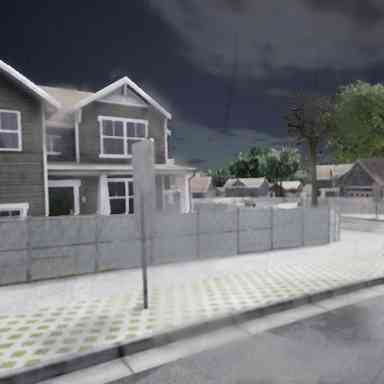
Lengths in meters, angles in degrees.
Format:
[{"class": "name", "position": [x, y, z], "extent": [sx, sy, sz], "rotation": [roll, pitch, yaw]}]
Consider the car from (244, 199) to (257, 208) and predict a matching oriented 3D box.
[{"class": "car", "position": [10.393, 2.010, 59.210], "extent": [1.837, 1.490, 4.892], "rotation": [-1, -1, 11]}]
